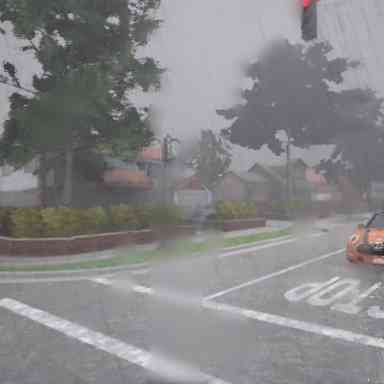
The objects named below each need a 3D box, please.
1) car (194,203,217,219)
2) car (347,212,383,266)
[{"bbox_3d":[2.077,1.773,30.949,3.806,1.475,1.970,-2,-2,44],"label":"car"},{"bbox_3d":[7.121,1.504,11.662,2.097,1.767,4.553,-2,-2,43],"label":"car"}]
